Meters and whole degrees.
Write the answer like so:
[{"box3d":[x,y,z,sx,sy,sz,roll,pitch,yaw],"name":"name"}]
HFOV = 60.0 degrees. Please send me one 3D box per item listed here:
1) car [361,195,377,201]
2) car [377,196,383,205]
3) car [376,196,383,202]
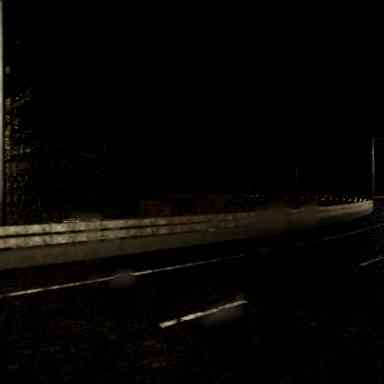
[{"box3d":[43.800,1.681,81.124,1.837,1.490,4.892,0,0,4],"name":"car"},{"box3d":[36.146,1.656,60.916,2.128,1.511,4.902,0,0,17],"name":"car"},{"box3d":[47.313,1.690,81.240,2.128,1.511,4.902,0,0,4],"name":"car"}]
